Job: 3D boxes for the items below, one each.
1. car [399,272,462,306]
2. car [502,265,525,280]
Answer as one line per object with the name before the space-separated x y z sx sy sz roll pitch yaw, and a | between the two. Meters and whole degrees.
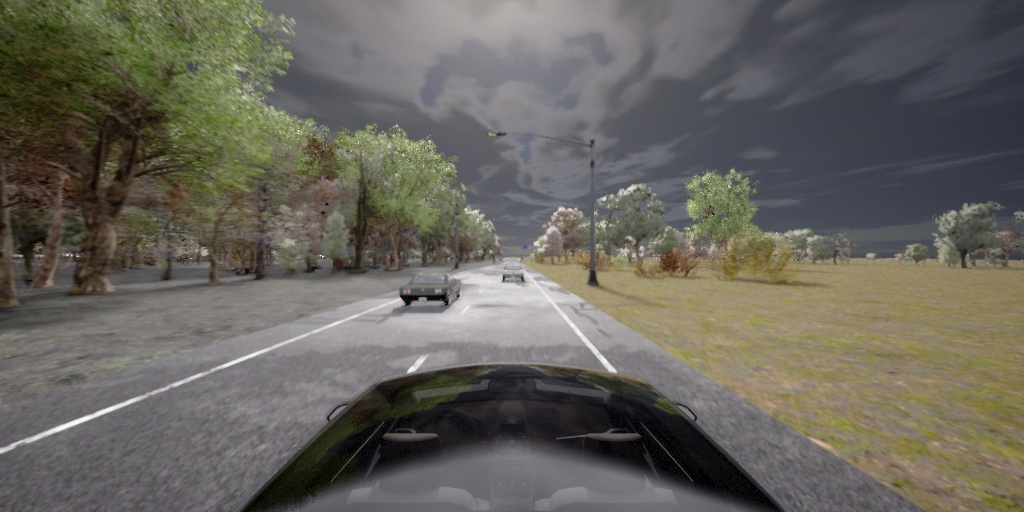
car | -3.400 1.375 15.925 1.895 1.301 4.718 0 0 0
car | 0.103 1.398 31.265 1.895 1.301 4.718 0 0 0
